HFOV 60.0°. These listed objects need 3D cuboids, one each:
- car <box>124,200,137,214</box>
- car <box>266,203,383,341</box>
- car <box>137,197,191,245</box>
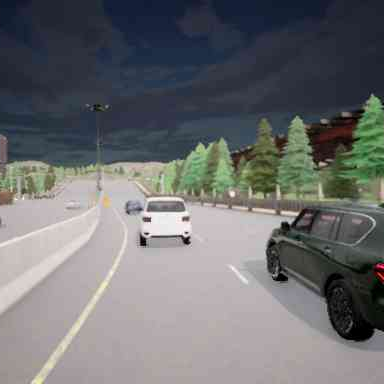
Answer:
[{"bbox_3d":[-6.497,1.620,37.183,2.033,1.411,5.357,0,0,-15],"label":"car"},{"bbox_3d":[3.220,1.215,6.681,2.150,2.045,5.566,0,0,-4],"label":"car"},{"bbox_3d":[-1.420,1.248,15.882,2.150,2.045,5.566,0,0,-9],"label":"car"}]
